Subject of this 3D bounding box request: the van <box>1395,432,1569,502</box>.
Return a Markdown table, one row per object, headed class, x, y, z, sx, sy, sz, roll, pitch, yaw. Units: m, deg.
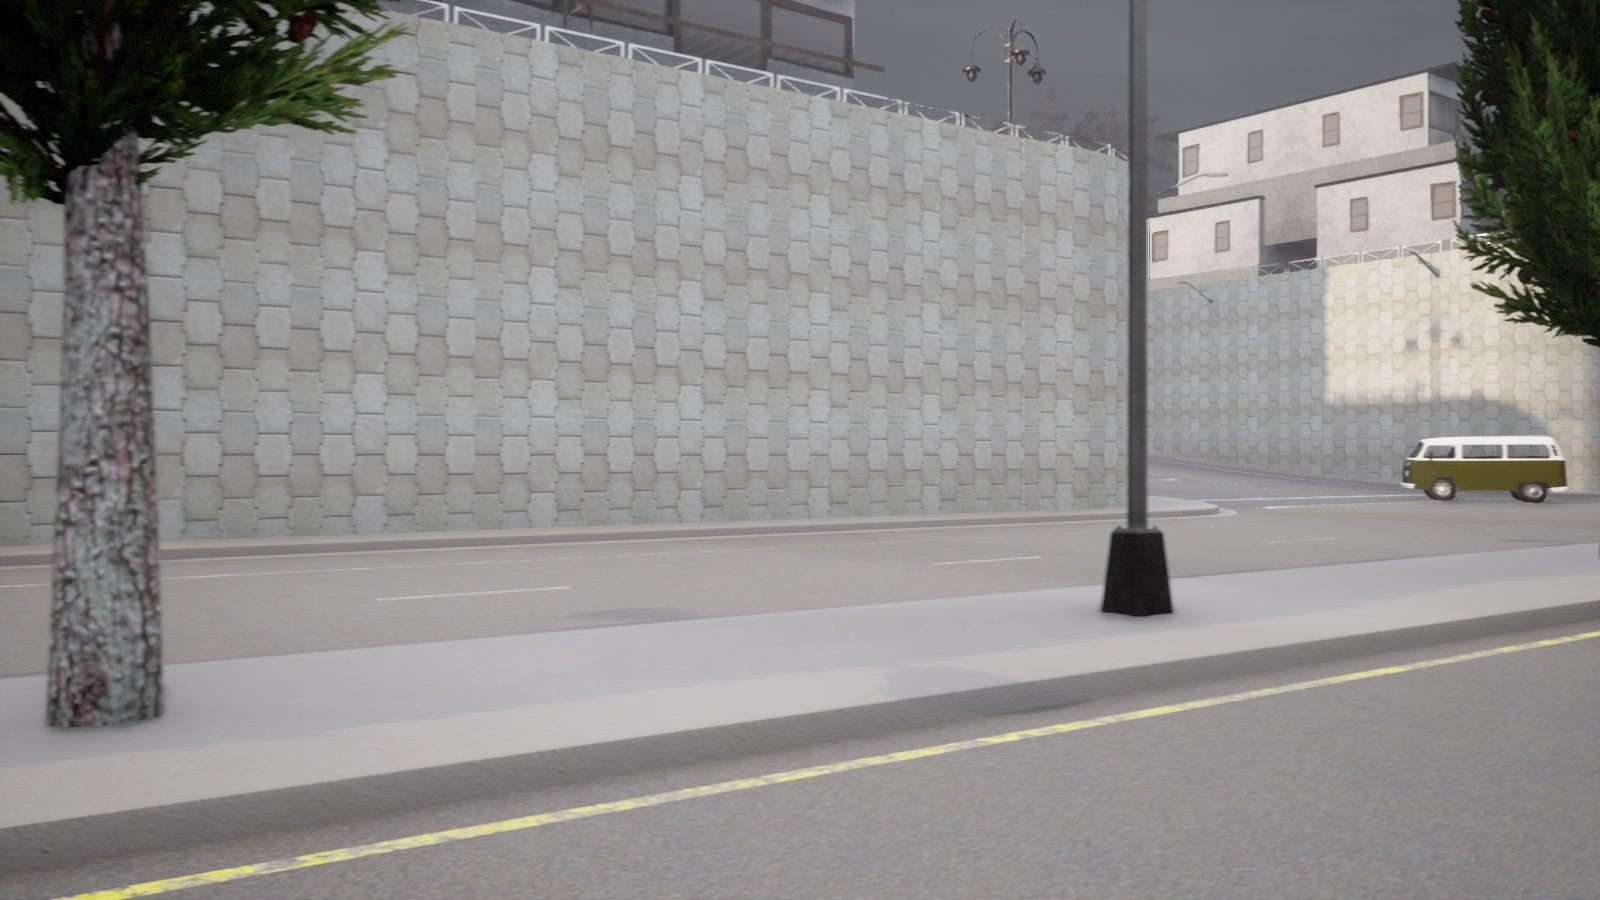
| class | x | y | z | sx | sy | sz | roll | pitch | yaw |
| --- | --- | --- | --- | --- | --- | --- | --- | --- | --- |
| van | 21.031 | 0.490 | 38.951 | 4.480 | 2.038 | 2.069 | 0 | 1 | 21 |
